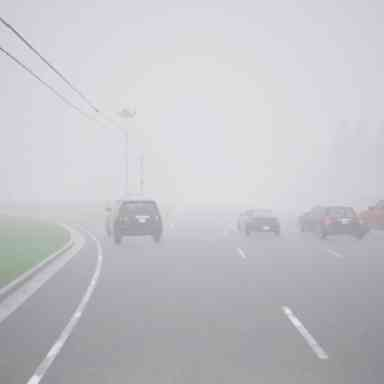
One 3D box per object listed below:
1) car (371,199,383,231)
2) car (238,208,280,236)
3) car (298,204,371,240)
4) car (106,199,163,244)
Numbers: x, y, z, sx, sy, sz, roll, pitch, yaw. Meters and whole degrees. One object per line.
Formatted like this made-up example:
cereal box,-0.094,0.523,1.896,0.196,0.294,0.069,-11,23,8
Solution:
car,10.796,1.329,17.279,2.150,2.045,5.566,0,0,1
car,3.817,1.670,19.321,1.812,1.442,4.674,0,0,1
car,7.302,1.475,17.957,2.097,1.767,4.553,0,0,1
car,-3.094,1.367,17.091,2.150,2.045,5.566,0,-1,-20
